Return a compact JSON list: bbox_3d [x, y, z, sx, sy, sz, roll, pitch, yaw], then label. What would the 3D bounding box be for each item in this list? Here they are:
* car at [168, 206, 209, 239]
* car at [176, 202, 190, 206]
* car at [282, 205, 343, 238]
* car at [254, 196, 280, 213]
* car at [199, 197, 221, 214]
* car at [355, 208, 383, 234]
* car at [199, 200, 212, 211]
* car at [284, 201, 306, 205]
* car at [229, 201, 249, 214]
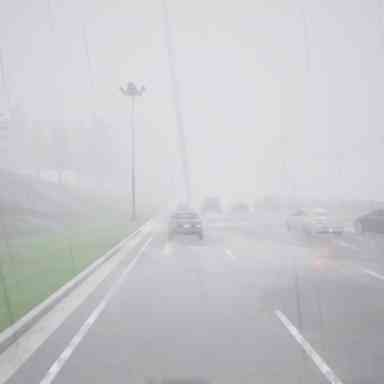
[{"bbox_3d":[-0.378,1.762,18.802,2.033,1.411,5.357,-1,-1,-2],"label":"car"},{"bbox_3d":[-1.174,2.073,45.860,2.033,1.411,5.357,-1,-1,-2],"label":"car"},{"bbox_3d":[6.638,1.636,18.395,1.812,1.442,4.674,-1,-1,-2],"label":"car"},{"bbox_3d":[9.348,1.550,41.676,2.150,2.045,5.566,-1,-1,-2],"label":"car"},{"bbox_3d":[2.352,1.648,41.465,2.150,2.045,5.566,-1,-1,-2],"label":"car"},{"bbox_3d":[10.180,1.547,16.934,1.837,1.490,4.892,-1,-1,-2],"label":"car"},{"bbox_3d":[2.050,2.071,51.847,1.812,1.442,4.674,-1,-1,-2],"label":"car"},{"bbox_3d":[12.852,1.826,41.743,2.033,1.411,5.357,-1,-1,-2],"label":"car"},{"bbox_3d":[5.849,1.858,41.808,1.882,1.535,5.008,-1,0,-2],"label":"car"}]
